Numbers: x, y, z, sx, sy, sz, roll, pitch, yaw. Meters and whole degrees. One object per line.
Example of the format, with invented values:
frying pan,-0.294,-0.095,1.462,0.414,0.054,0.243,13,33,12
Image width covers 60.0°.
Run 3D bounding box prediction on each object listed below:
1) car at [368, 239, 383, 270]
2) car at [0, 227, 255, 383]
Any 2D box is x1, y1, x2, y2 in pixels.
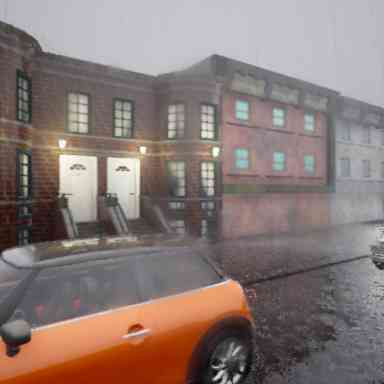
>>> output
car,7.119,1.559,9.650,4.718,1.301,1.895,0,0,-35
car,-1.510,1.349,3.513,4.553,1.767,2.097,0,0,-35
